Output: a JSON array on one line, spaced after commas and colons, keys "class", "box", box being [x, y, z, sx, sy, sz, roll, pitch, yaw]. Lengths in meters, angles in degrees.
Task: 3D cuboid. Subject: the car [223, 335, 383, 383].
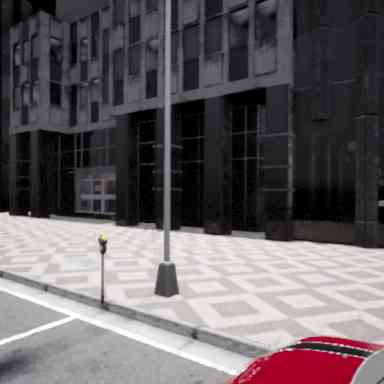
[{"class": "car", "box": [1.853, 1.445, 1.524, 4.097, 1.590, 1.967, 0, 0, 36]}]
